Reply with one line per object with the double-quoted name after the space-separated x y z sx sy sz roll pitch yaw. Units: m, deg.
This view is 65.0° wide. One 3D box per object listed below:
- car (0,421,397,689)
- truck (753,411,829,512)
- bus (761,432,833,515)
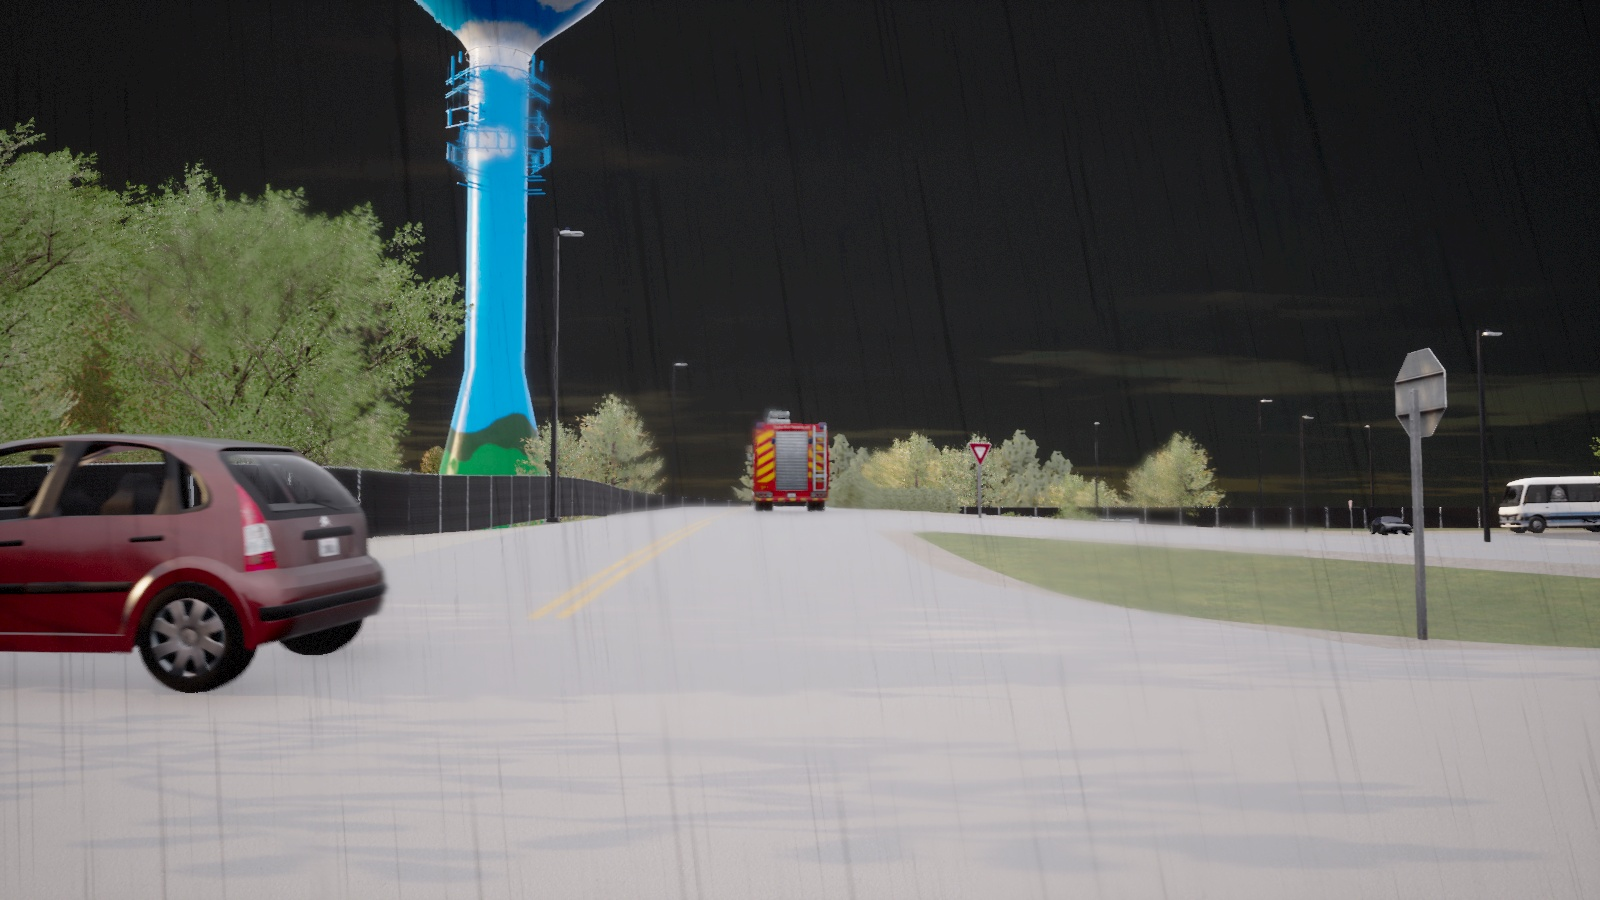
-5.111 0.656 8.720 3.988 1.617 1.851 0 -1 7 "car"
-0.496 0.619 51.993 2.891 3.827 8.468 0 -2 -2 "truck"
-0.037 1.583 75.099 3.944 4.253 10.273 0 -5 2 "bus"
